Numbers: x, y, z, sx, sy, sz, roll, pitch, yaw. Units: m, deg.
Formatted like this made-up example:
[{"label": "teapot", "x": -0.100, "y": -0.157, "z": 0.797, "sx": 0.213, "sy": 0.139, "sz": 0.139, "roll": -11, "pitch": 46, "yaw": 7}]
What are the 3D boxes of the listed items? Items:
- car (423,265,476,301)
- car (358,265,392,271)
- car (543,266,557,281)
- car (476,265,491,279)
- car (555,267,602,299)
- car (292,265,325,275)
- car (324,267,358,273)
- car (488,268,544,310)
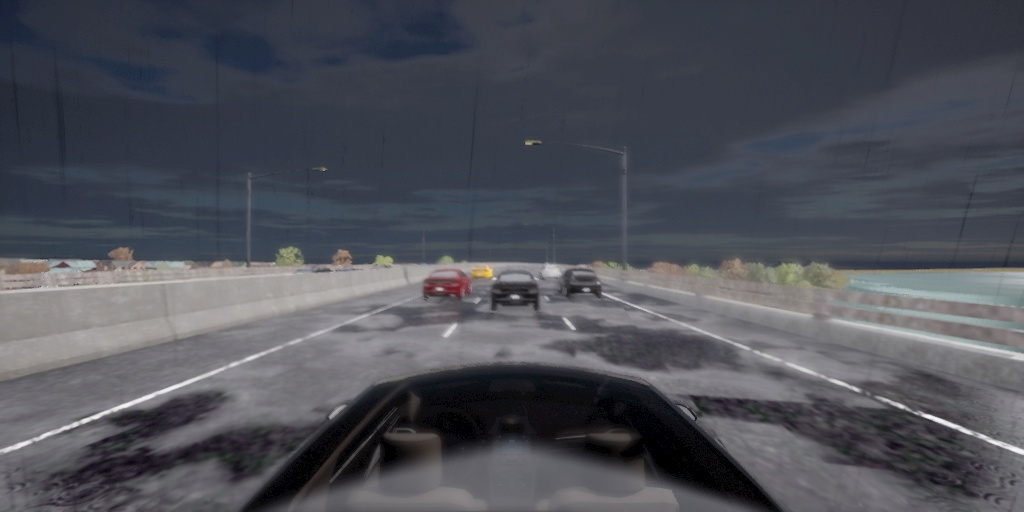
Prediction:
[{"label": "car", "x": -3.295, "y": 1.445, "z": 19.064, "sx": 1.882, "sy": 1.535, "sz": 5.008, "roll": 0, "pitch": -1, "yaw": 1}, {"label": "car", "x": -13.699, "y": 1.724, "z": 37.060, "sx": 1.837, "sy": 1.490, "sz": 4.892, "roll": 0, "pitch": -1, "yaw": 1}, {"label": "car", "x": 3.979, "y": 1.739, "z": 36.673, "sx": 1.812, "sy": 1.442, "sz": 4.674, "roll": 0, "pitch": -1, "yaw": 1}, {"label": "car", "x": -3.002, "y": 1.696, "z": 37.015, "sx": 1.882, "sy": 1.535, "sz": 5.008, "roll": 0, "pitch": -1, "yaw": 1}, {"label": "car", "x": 3.719, "y": 1.484, "z": 20.061, "sx": 1.837, "sy": 1.490, "sz": 4.892, "roll": 0, "pitch": -1, "yaw": 1}, {"label": "car", "x": -20.695, "y": 1.714, "z": 37.252, "sx": 2.128, "sy": 1.511, "sz": 4.902, "roll": 0, "pitch": -1, "yaw": 1}, {"label": "car", "x": -17.189, "y": 1.788, "z": 37.394, "sx": 1.994, "sy": 1.385, "sz": 4.181, "roll": 0, "pitch": -1, "yaw": 1}, {"label": "car", "x": 0.166, "y": 1.400, "z": 15.634, "sx": 1.882, "sy": 1.535, "sz": 5.008, "roll": 0, "pitch": -1, "yaw": 1}]
